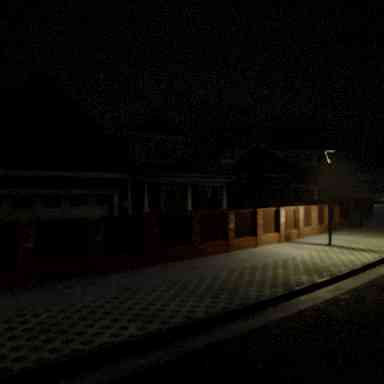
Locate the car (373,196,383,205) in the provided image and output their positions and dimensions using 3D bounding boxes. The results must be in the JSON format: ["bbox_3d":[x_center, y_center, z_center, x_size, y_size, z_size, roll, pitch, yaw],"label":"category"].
[{"bbox_3d":[30.939,1.442,55.025,1.812,1.442,4.674,0,0,10],"label":"car"}]
